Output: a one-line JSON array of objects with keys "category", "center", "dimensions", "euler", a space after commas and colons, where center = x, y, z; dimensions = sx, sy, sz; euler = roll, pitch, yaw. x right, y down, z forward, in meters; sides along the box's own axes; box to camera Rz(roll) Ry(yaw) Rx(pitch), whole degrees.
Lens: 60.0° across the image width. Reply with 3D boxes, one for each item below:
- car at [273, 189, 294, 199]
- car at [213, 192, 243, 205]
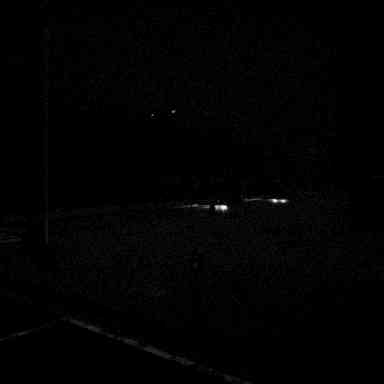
[{"category": "car", "center": [13.752, 0.217, 50.040], "dimensions": [1.994, 1.385, 4.181], "euler": [0, 1, 35]}, {"category": "car", "center": [3.908, 0.702, 36.338], "dimensions": [1.994, 1.385, 4.181], "euler": [0, 2, 35]}]
